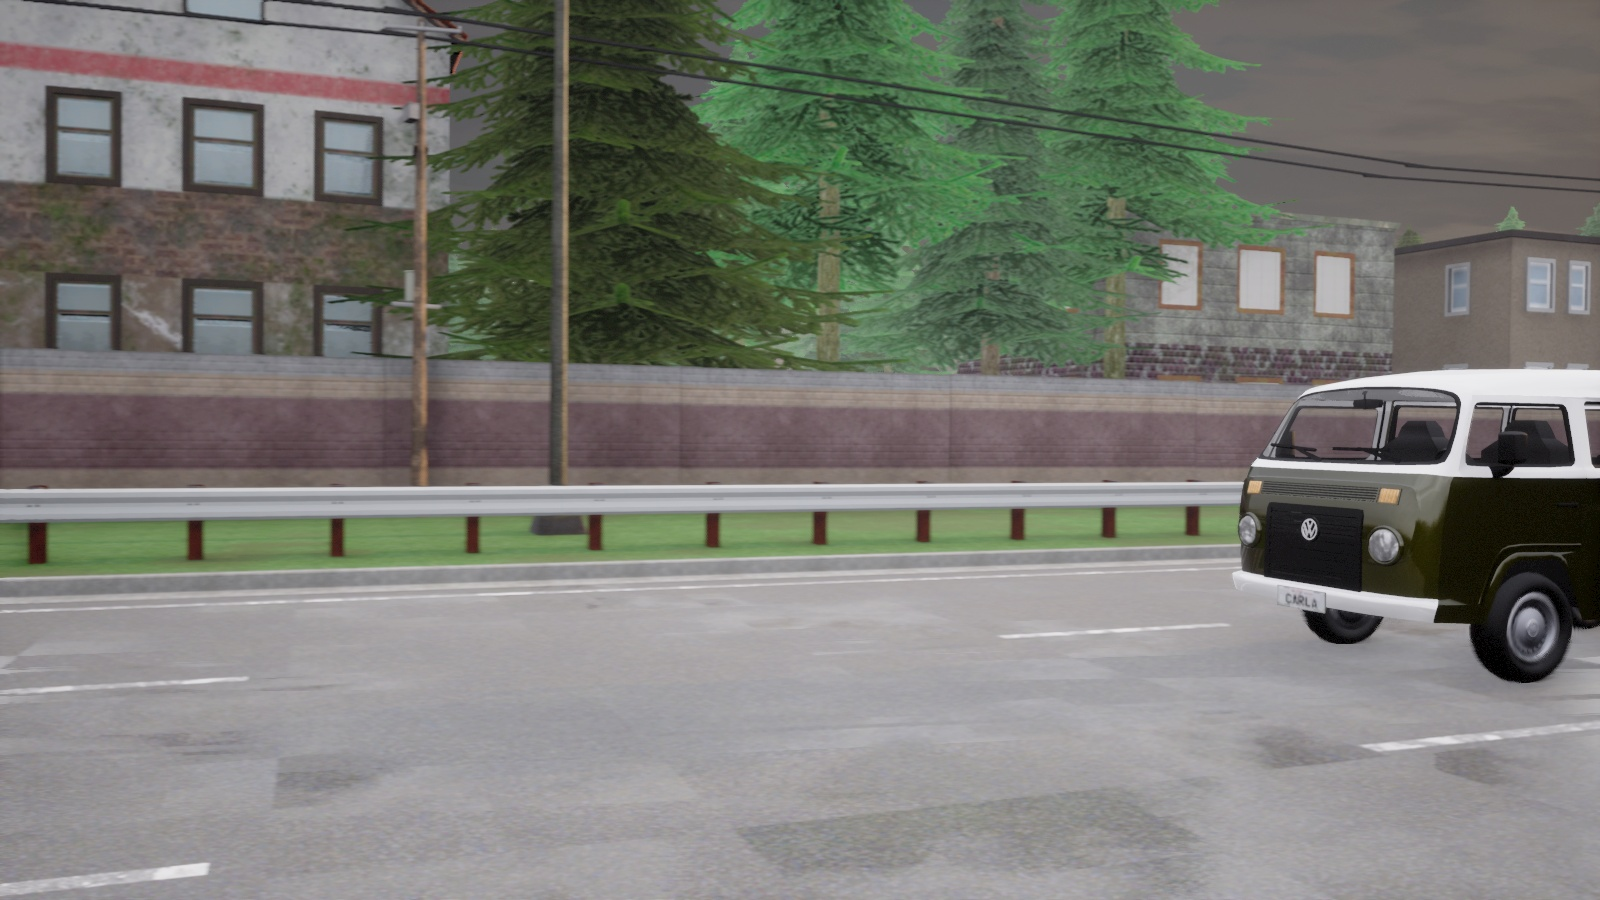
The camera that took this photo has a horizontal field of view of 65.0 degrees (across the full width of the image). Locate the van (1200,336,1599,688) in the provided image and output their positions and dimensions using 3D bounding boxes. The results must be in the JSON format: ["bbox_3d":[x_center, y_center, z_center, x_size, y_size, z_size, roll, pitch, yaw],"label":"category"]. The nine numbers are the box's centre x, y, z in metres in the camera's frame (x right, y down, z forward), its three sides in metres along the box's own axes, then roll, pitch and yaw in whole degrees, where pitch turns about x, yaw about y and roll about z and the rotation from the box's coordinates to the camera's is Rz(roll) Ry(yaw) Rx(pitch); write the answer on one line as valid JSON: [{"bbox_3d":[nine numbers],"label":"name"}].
[{"bbox_3d":[5.397,0.316,9.028,4.480,2.038,2.069,-1,1,-21],"label":"van"}]
